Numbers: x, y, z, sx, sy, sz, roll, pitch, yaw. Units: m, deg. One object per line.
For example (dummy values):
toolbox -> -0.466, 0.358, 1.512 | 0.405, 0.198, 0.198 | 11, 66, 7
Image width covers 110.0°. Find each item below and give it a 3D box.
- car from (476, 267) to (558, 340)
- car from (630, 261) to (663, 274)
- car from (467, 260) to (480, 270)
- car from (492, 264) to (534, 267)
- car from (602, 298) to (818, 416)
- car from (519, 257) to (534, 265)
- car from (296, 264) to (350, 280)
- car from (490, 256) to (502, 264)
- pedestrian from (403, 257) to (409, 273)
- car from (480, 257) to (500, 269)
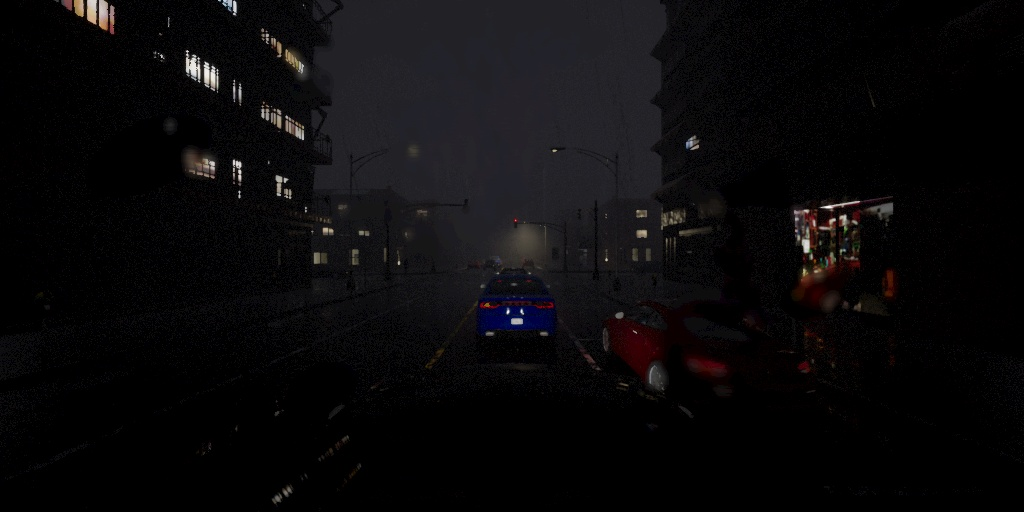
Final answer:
car -> 0.099, 1.230, 10.046 | 1.882, 1.535, 5.008 | 0, 0, 0
car -> 14.356, 1.154, 36.776 | 4.181, 1.385, 1.994 | -1, 0, 0
car -> -5.791, 1.336, 55.033 | 1.888, 1.381, 4.507 | 0, 0, 0
car -> 0.097, 1.322, 18.987 | 1.994, 1.385, 4.181 | 0, 0, 0
car -> 2.689, 1.333, 5.805 | 1.802, 1.307, 4.207 | 0, 0, 0
car -> 2.676, 1.114, 60.557 | 2.192, 1.841, 5.009 | 0, 0, 0
car -> -17.517, 1.456, 33.550 | 4.892, 1.490, 1.837 | -1, 0, 0
car -> -3.102, 1.023, 61.586 | 2.150, 2.045, 5.566 | 0, 0, 1
pedestrian -> -12.521, 1.061, 42.290 | 0.375, 1.860, 0.375 | 0, 0, 0
car -> -3.102, 1.291, 51.633 | 1.837, 1.490, 4.892 | 0, 0, 0
